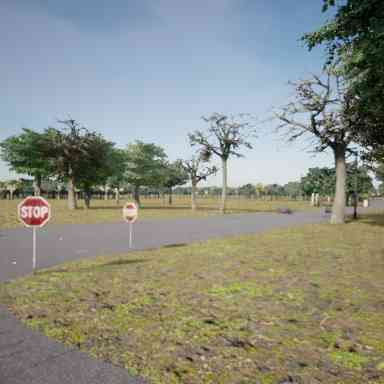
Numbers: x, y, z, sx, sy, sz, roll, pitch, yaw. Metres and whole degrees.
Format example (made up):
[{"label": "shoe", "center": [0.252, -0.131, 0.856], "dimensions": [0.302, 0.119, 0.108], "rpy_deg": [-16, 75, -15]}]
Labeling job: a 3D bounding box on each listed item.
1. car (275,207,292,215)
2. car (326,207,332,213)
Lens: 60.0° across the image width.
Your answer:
[{"label": "car", "center": [16.806, 3.410, 61.070], "dimensions": [1.994, 1.385, 4.181], "rpy_deg": [1, -1, 36]}, {"label": "car", "center": [30.835, 3.946, 73.212], "dimensions": [1.994, 1.385, 4.181], "rpy_deg": [1, -1, 31]}]
